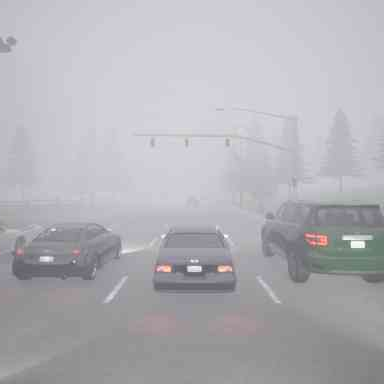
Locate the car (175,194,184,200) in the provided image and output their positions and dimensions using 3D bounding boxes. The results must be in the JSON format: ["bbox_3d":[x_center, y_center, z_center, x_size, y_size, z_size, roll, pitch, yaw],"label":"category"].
[{"bbox_3d":[-3.491,1.358,94.098,2.128,1.511,4.902,0,0,0],"label":"car"}]

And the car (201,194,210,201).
[{"bbox_3d":[3.508,1.492,83.677,1.837,1.490,4.892,0,0,0],"label":"car"}]

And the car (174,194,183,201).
[{"bbox_3d":[-3.492,1.517,84.095,1.812,1.442,4.674,0,0,0],"label":"car"}]

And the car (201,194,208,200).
[{"bbox_3d":[3.509,1.310,94.097,1.882,1.535,5.008,0,0,0],"label":"car"}]

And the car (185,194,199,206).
[{"bbox_3d":[0.003,1.352,53.035,2.097,1.767,4.553,0,0,0],"label":"car"}]

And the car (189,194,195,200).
[{"bbox_3d":[0.009,1.310,94.098,1.882,1.535,5.008,0,0,0],"label":"car"}]

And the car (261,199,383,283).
[{"bbox_3d":[3.572,1.221,9.816,2.150,2.045,5.566,0,0,0],"label":"car"}]

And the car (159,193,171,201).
[{"bbox_3d":[-6.992,1.217,83.708,2.150,2.045,5.566,0,0,0],"label":"car"}]

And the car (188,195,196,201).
[{"bbox_3d":[0.008,1.531,83.678,2.033,1.411,5.357,0,0,0],"label":"car"}]

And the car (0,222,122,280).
[{"bbox_3d":[-3.433,1.564,9.921,1.994,1.385,4.181,0,0,1],"label":"car"}]

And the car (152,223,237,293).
[{"bbox_3d":[0.067,1.547,8.996,2.033,1.411,5.357,0,0,0],"label":"car"}]

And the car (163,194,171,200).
[{"bbox_3d":[-6.991,1.385,94.098,1.994,1.385,4.181,0,0,0],"label":"car"}]
